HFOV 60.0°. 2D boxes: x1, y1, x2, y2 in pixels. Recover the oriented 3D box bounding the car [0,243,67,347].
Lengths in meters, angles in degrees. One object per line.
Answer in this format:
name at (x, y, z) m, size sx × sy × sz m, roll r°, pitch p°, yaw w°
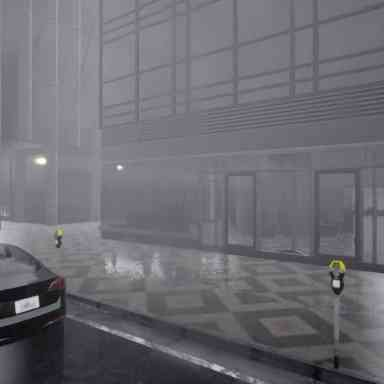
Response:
car at (-3.938, 1.565, 5.719) m, size 4.313 × 1.339 × 1.947 m, roll 0°, pitch 0°, yaw 35°
